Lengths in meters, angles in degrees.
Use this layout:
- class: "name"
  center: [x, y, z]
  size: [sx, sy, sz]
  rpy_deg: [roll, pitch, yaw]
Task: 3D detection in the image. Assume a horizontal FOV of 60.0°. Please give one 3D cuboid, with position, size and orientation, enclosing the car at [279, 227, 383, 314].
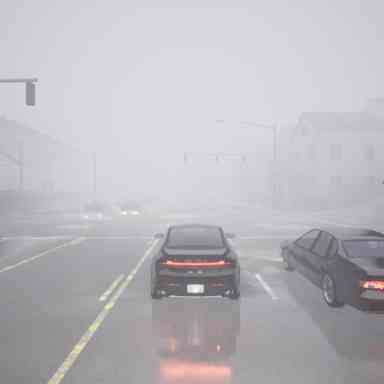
- class: "car"
  center: [3.577, 1.547, 7.871]
  size: [2.033, 1.411, 5.357]
  rpy_deg: [0, 0, 0]

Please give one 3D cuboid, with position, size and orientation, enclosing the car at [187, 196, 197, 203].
- class: "car"
  center: [0.019, 1.547, 69.214]
  size: [2.033, 1.411, 5.357]
  rpy_deg: [0, 0, 0]

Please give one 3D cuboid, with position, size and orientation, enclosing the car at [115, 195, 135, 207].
- class: "car"
  center: [-10.577, 1.525, 51.846]
  size: [1.812, 1.442, 4.674]
  rpy_deg: [0, 0, 0]

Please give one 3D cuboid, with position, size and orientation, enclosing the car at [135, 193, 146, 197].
- class: "car"
  center: [-10.486, 1.211, 67.563]
  size: [2.150, 2.045, 5.566]
  rpy_deg: [0, 1, 0]

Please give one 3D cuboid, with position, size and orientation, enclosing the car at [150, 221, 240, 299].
- class: "car"
  center: [0.078, 1.505, 8.448]
  size: [1.837, 1.490, 4.892]
  rpy_deg: [0, 0, 0]

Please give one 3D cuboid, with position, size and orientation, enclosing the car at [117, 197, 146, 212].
- class: "car"
  center: [-7.088, 1.564, 39.245]
  size: [1.994, 1.385, 4.181]
  rpy_deg: [0, 0, 0]

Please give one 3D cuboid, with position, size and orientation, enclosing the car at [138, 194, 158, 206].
- class: "car"
  center: [-7.074, 1.504, 53.913]
  size: [1.837, 1.490, 4.892]
  rpy_deg: [0, 0, 0]

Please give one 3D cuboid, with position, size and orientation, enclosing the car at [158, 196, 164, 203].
- class: "car"
  center: [-6.981, 1.477, 69.088]
  size: [1.882, 1.535, 5.008]
  rpy_deg: [0, 0, 0]

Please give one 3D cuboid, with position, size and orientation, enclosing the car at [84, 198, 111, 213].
- class: "car"
  center: [-10.589, 1.601, 37.497]
  size: [1.895, 1.301, 4.718]
  rpy_deg: [0, 0, 0]

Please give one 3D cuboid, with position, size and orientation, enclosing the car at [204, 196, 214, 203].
- class: "car"
  center: [3.517, 1.545, 69.213]
  size: [2.033, 1.411, 5.357]
  rpy_deg: [0, 0, 0]
